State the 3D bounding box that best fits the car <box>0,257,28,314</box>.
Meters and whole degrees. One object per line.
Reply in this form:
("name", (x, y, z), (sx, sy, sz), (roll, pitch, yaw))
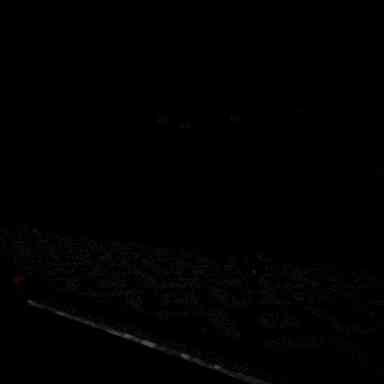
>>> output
("car", (-4.776, 1.617, 6.377), (4.206, 1.307, 1.802), (0, 0, 36))
